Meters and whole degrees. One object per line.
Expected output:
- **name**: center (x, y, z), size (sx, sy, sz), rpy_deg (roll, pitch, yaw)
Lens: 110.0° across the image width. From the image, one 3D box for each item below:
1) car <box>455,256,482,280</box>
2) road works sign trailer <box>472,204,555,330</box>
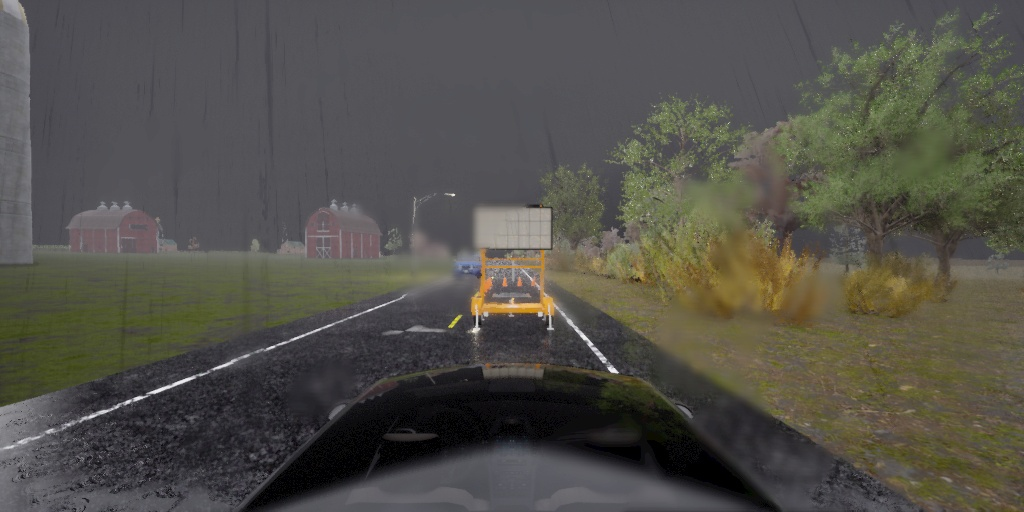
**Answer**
- **car**: center (-3.642, 0.974, 31.587), size (2.150, 2.045, 5.566), rpy_deg (0, 0, 0)
- **road works sign trailer**: center (0.039, 0.215, 11.119), size (2.380, 3.560, 2.880), rpy_deg (0, 0, 0)
